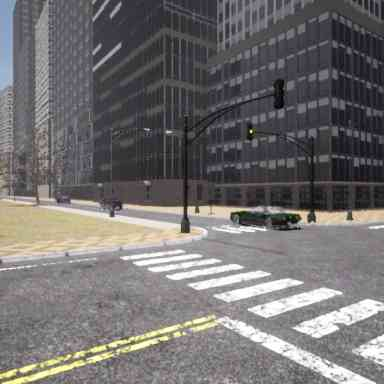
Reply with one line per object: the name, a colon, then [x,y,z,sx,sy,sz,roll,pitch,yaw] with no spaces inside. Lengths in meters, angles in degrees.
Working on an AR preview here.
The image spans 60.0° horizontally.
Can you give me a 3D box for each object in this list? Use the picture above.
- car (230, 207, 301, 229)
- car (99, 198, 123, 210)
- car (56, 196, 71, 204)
car: [4.610,1.598,21.795,1.895,1.301,4.718,0,0,-35]
car: [-10.670,1.501,43.631,1.837,1.490,4.892,0,0,-35]
car: [-24.626,1.489,63.543,2.128,1.511,4.902,0,0,-35]
